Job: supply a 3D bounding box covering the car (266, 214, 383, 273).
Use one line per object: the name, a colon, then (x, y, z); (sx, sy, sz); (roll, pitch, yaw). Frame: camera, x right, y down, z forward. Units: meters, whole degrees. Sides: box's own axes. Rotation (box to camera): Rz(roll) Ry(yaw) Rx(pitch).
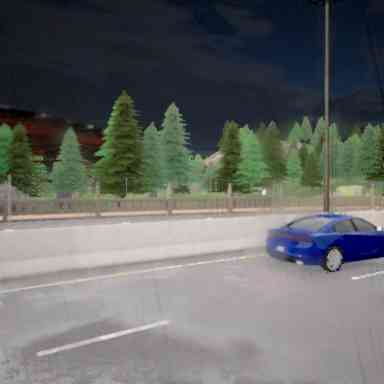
car: (4.615, 1.426, 10.496); (5.008, 1.535, 1.882); (0, 0, -30)
